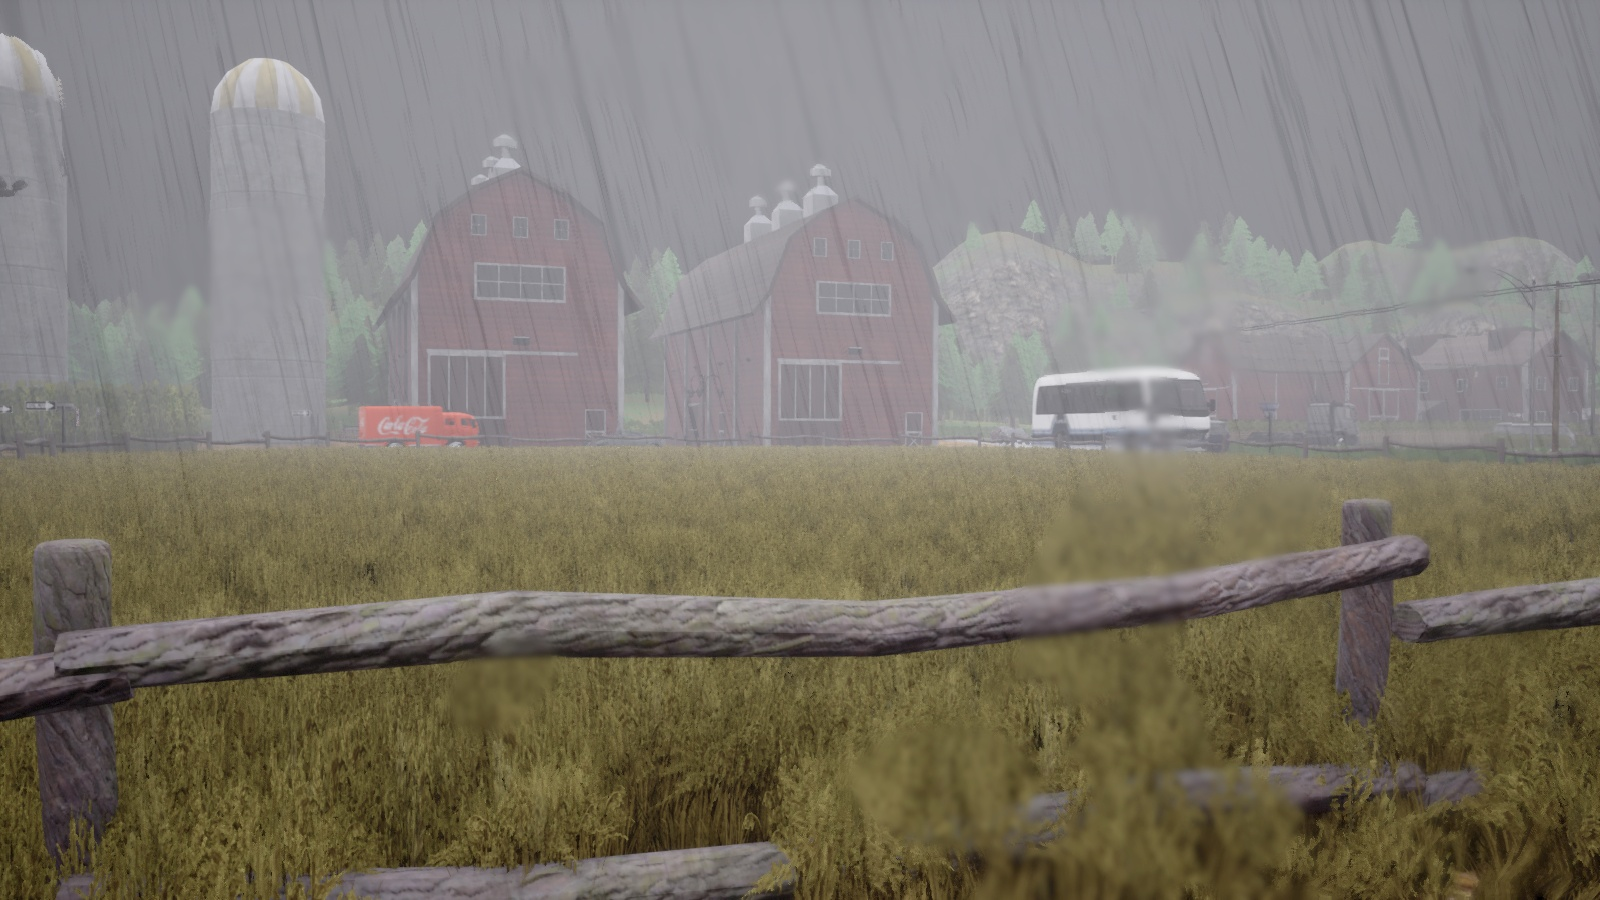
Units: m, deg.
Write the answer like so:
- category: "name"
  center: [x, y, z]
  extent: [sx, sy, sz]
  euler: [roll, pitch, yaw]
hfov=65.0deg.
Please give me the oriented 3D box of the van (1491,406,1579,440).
- category: "van"
  center: [45.757, -1.664, 78.211]
  extent: [4.442, 1.987, 1.775]
  euler: [0, 2, 43]

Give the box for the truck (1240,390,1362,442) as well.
- category: "truck"
  center: [34.685, -2.368, 86.938]
  extent: [7.936, 3.462, 2.891]
  euler: [-2, 1, -21]

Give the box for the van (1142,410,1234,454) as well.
- category: "van"
  center: [18.292, -0.825, 59.365]
  extent: [1.775, 1.987, 4.442]
  euler: [-1, 1, -21]

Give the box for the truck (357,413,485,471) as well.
- category: "truck"
  center: [-17.448, -0.397, 57.828]
  extent: [5.204, 2.467, 2.627]
  euler: [-2, 1, -26]

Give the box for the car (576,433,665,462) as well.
- category: "car"
  center: [-9.329, -0.131, 65.240]
  extent: [4.181, 1.385, 1.994]
  euler: [-1, 1, -24]

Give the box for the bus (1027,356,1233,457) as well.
- category: "bus"
  center: [14.957, -1.870, 58.215]
  extent: [3.944, 4.253, 10.273]
  euler: [-1, 1, -21]
